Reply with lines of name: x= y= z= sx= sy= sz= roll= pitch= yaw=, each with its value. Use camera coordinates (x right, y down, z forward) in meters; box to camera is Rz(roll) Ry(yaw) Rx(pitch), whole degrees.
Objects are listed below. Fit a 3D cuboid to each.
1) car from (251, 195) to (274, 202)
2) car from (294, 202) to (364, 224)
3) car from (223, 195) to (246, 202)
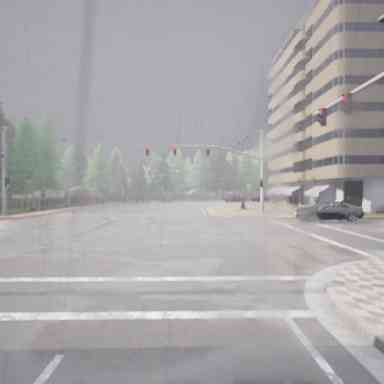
car: x=14.060 y=1.353 z=68.278 sx=4.674 sy=1.442 sz=1.812 roll=0 pitch=0 yaw=-34
car: x=10.019 y=1.485 z=24.490 sx=4.902 sy=1.511 sz=2.128 roll=0 pitch=0 yaw=-1
car: x=8.746 y=1.375 z=68.565 sx=5.357 sy=1.411 sz=2.033 roll=0 pitch=0 yaw=-38
